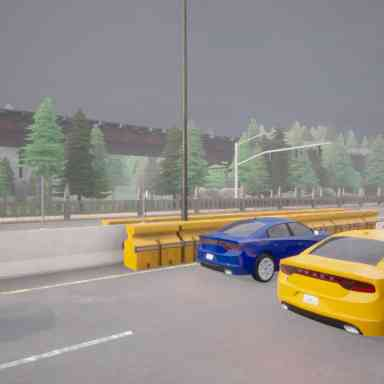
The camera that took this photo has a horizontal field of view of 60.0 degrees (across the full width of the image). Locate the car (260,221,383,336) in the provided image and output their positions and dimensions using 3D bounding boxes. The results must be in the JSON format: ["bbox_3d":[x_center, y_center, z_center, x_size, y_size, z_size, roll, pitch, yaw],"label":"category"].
[{"bbox_3d":[3.816,1.478,6.476,5.008,1.535,1.882,0,0,-35],"label":"car"}]

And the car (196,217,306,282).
[{"bbox_3d":[2.455,1.478,9.805,5.008,1.535,1.882,0,0,-36],"label":"car"}]
